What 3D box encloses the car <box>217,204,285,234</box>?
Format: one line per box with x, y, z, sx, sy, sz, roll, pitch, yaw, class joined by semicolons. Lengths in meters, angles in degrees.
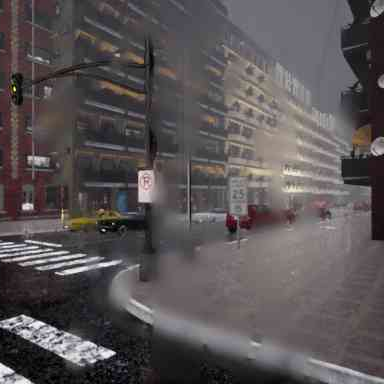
4.053;1.711;22.006;2.192;1.841;5.009;-1;-2;35;car

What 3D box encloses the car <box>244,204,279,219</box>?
7.939;2.171;37.532;2.128;1.511;4.902;0;-1;35;car

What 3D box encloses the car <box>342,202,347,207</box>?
39.432;3.282;87.040;1.947;1.339;4.313;-1;-2;35;car

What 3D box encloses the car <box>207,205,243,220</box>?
3.682;2.164;36.016;1.887;1.381;4.507;-1;-2;35;car

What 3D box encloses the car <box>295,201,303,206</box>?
16.680;2.340;54.576;2.192;1.841;5.009;-1;-2;35;car

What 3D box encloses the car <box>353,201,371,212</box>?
30.050;2.522;59.112;2.192;1.841;5.009;-1;-2;35;car

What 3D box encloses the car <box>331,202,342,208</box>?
32.931;3.067;77.762;1.887;1.381;4.507;-1;-2;35;car

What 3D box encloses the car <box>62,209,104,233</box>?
-6.165;1.834;21.962;1.752;1.417;4.829;-1;-2;35;car

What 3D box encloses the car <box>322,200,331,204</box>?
26.429;2.640;68.490;2.192;1.841;5.009;-1;-2;35;car

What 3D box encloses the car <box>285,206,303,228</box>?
7.304;2.043;26.638;1.887;1.381;4.507;-1;-2;35;car

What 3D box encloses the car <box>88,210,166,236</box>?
-3.787;1.911;20.817;1.895;1.301;4.718;0;-1;35;car

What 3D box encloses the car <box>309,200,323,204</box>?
23.182;2.771;63.847;1.887;1.381;4.507;-1;-2;35;car

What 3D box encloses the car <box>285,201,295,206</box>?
13.333;2.446;49.792;1.752;1.417;4.829;-1;-2;35;car

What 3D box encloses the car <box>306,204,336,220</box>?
13.804;2.284;35.914;1.802;1.307;4.206;-1;-2;35;car

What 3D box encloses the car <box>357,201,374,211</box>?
33.300;2.622;63.751;2.192;1.841;5.009;-1;-2;35;car

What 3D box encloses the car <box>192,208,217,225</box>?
1.962;2.093;29.022;1.895;1.301;4.718;0;-1;35;car
